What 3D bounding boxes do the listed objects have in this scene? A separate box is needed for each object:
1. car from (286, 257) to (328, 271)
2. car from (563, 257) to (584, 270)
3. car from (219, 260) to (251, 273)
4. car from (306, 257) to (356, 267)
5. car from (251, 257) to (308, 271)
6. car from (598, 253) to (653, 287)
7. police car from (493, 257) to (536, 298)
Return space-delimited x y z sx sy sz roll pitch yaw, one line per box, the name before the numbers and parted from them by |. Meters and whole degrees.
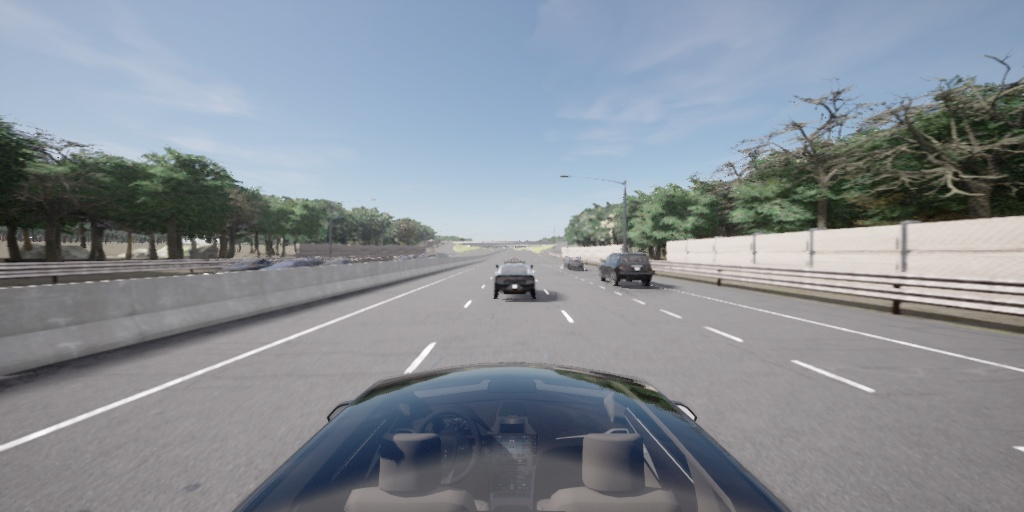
car | -24.390 0.877 42.876 2.128 1.511 4.902 0 1 1
car | 7.254 0.895 42.521 2.128 1.511 4.902 0 1 1
car | -21.007 1.019 28.844 1.837 1.490 4.892 0 0 1
car | -14.008 1.023 28.729 1.837 1.490 4.892 0 0 1
car | -17.514 1.065 28.399 2.033 1.411 5.357 0 0 1
car | 7.138 0.796 23.096 2.150 2.045 5.566 0 1 0
police car | 0.124 1.043 17.510 1.930 1.638 5.238 0 0 0
